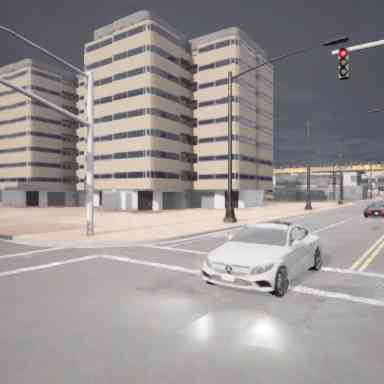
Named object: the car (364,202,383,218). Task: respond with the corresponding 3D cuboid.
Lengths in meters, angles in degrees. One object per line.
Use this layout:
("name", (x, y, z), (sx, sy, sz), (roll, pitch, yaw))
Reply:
("car", (16.265, 1.566, 28.905), (1.994, 1.385, 4.181), (0, 0, 35))

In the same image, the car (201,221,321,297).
("car", (2.096, 1.537, 8.888), (1.812, 1.442, 4.674), (0, 0, 35))
